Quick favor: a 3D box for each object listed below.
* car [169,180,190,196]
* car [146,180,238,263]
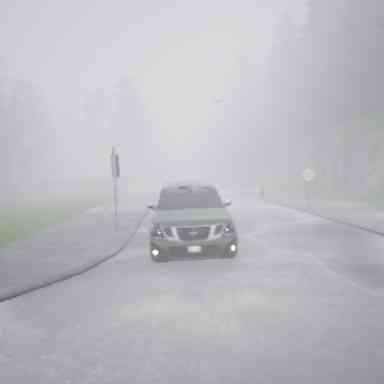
[{"bbox_3d":[-1.402,-0.474,36.053,2.033,1.411,5.357,-3,3,-3],"label":"car"},{"bbox_3d":[-0.095,0.723,10.248,2.150,2.045,5.566,-3,5,-3],"label":"car"}]
